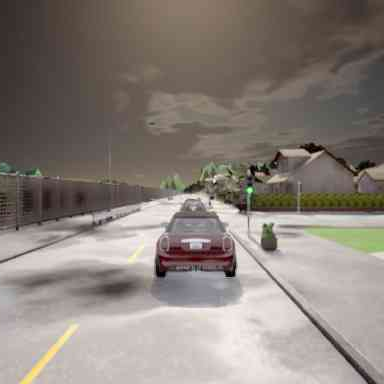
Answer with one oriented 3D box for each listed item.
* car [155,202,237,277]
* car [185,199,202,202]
[{"bbox_3d":[0.097,1.349,10.358,2.097,1.767,4.553,0,0,0],"label":"car"},{"bbox_3d":[0.098,1.343,28.164,2.097,1.767,4.553,0,0,0],"label":"car"}]
